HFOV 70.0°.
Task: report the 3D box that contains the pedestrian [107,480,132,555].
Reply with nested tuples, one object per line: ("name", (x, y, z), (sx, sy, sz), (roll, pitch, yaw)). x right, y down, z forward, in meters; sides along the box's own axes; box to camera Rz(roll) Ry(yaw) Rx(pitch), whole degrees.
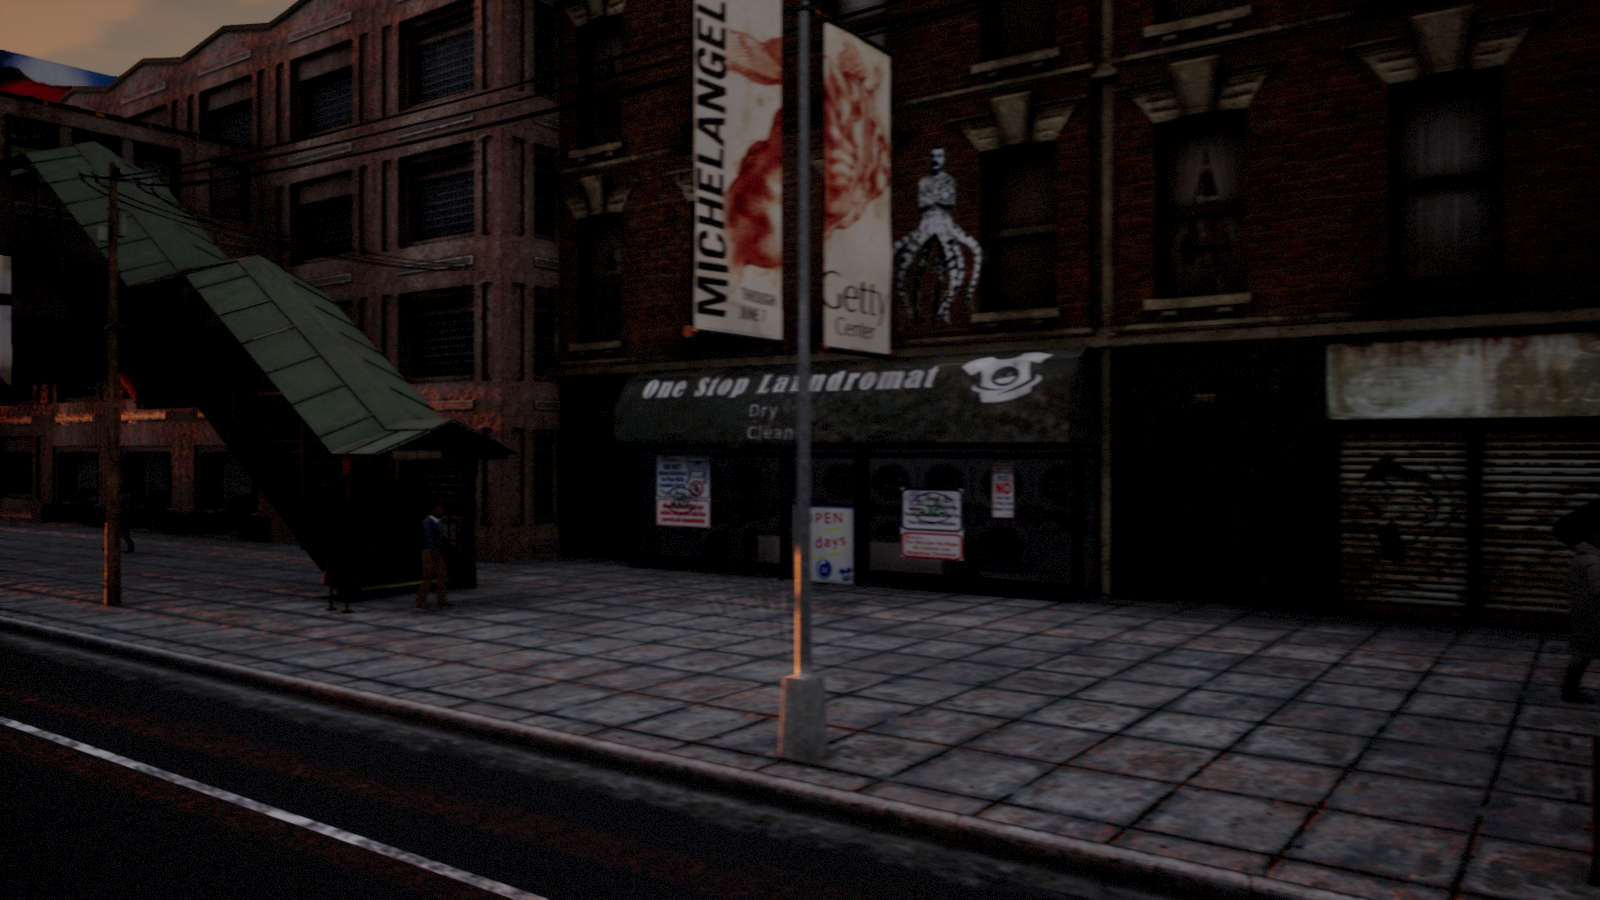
("pedestrian", (-17.158, 1.697, 28.802), (0.375, 1.860, 0.375), (0, 0, 19))

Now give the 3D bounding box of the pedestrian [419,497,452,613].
("pedestrian", (-5.926, 1.696, 18.585), (0.375, 1.860, 0.375), (0, 0, 7))

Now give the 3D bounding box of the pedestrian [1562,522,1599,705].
("pedestrian", (8.244, 1.697, 11.959), (0.375, 1.860, 0.375), (0, 0, 23))
